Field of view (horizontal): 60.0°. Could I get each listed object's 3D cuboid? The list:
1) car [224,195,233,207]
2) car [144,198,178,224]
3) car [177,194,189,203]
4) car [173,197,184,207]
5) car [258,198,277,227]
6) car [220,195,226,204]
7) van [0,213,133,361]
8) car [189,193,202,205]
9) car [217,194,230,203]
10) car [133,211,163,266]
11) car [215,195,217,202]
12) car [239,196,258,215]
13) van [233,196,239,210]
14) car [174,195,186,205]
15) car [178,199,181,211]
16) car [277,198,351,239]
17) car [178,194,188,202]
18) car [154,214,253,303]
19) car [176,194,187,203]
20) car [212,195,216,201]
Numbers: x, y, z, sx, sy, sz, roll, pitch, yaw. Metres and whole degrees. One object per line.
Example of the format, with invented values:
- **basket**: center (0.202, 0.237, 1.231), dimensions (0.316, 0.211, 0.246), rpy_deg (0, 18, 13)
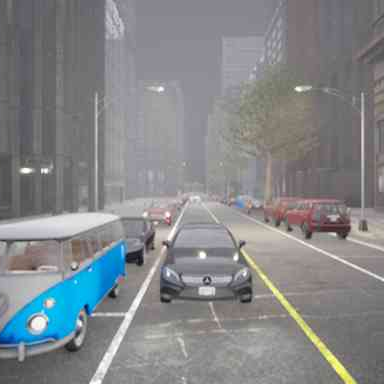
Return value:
- **car**: center (6.359, 1.574, 50.915), dimensions (1.802, 1.307, 4.206), rpy_deg (0, 0, 0)
- **car**: center (-2.245, 1.425, 22.755), dimensions (1.967, 1.590, 4.097), rpy_deg (0, 0, 0)
- **car**: center (-2.150, 1.317, 56.587), dimensions (2.192, 1.841, 5.009), rpy_deg (0, 0, 0)
- **car**: center (-2.197, 1.568, 39.672), dimensions (1.802, 1.307, 4.206), rpy_deg (0, 0, 0)
- **car**: center (6.280, 1.300, 22.716), dimensions (2.192, 1.841, 5.009), rpy_deg (0, 0, 0)
- **car**: center (6.375, 1.568, 56.553), dimensions (1.947, 1.339, 4.313), rpy_deg (0, 0, 0)
- **van**: center (-2.292, 1.333, 5.838), dimensions (1.690, 1.788, 3.998), rpy_deg (0, 0, 0)
- **car**: center (0.532, 1.233, 61.242), dimensions (2.150, 2.045, 5.566), rpy_deg (0, 0, 0)
- **car**: center (6.391, 1.329, 62.193), dimensions (2.192, 1.841, 5.009), rpy_deg (0, 0, 0)
- **car**: center (-2.277, 1.553, 11.477), dimensions (1.947, 1.339, 4.313), rpy_deg (0, 0, 0)
- **car**: center (6.408, 1.570, 67.833), dimensions (1.887, 1.381, 4.507), rpy_deg (0, 0, 0)
- **car**: center (6.312, 1.426, 33.996), dimensions (1.967, 1.590, 4.097), rpy_deg (0, 0, 0)
- **van**: center (6.328, 1.327, 39.636), dimensions (1.690, 1.788, 3.998), rpy_deg (0, 0, 0)
- **car**: center (-2.166, 1.517, 50.779), dimensions (1.752, 1.417, 4.829), rpy_deg (0, 0, 0)
- **car**: center (-2.229, 1.530, 28.394), dimensions (1.887, 1.381, 4.507), rpy_deg (0, 0, 0)
- **car**: center (6.264, 1.300, 17.078), dimensions (2.192, 1.841, 5.009), rpy_deg (0, 0, 0)
- **car**: center (-2.086, 1.365, 79.143), dimensions (2.192, 1.841, 5.009), rpy_deg (0, 0, 0)
- **car**: center (0.282, 1.515, 8.297), dimensions (1.812, 1.442, 4.674), rpy_deg (0, 0, 0)
- **car**: center (-2.118, 1.341, 67.866), dimensions (2.192, 1.841, 5.009), rpy_deg (0, 0, 0)
- **car**: center (6.440, 1.616, 79.111), dimensions (1.947, 1.339, 4.313), rpy_deg (0, 0, 0)
